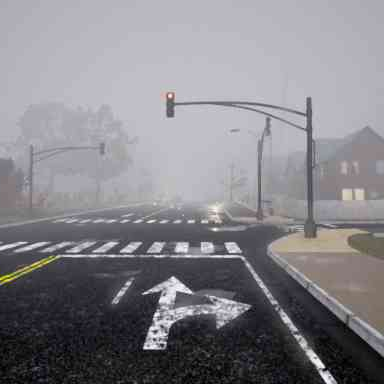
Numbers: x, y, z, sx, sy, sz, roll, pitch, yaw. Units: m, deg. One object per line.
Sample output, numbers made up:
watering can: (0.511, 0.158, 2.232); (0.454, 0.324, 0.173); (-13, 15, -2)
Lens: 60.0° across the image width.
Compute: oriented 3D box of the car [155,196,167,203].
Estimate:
car: (-6.328, 1.497, 68.207); (1.882, 1.535, 5.008); (0, 0, 5)

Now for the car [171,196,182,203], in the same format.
car: (-3.094, 1.536, 67.889); (1.812, 1.442, 4.674); (0, 0, 5)
